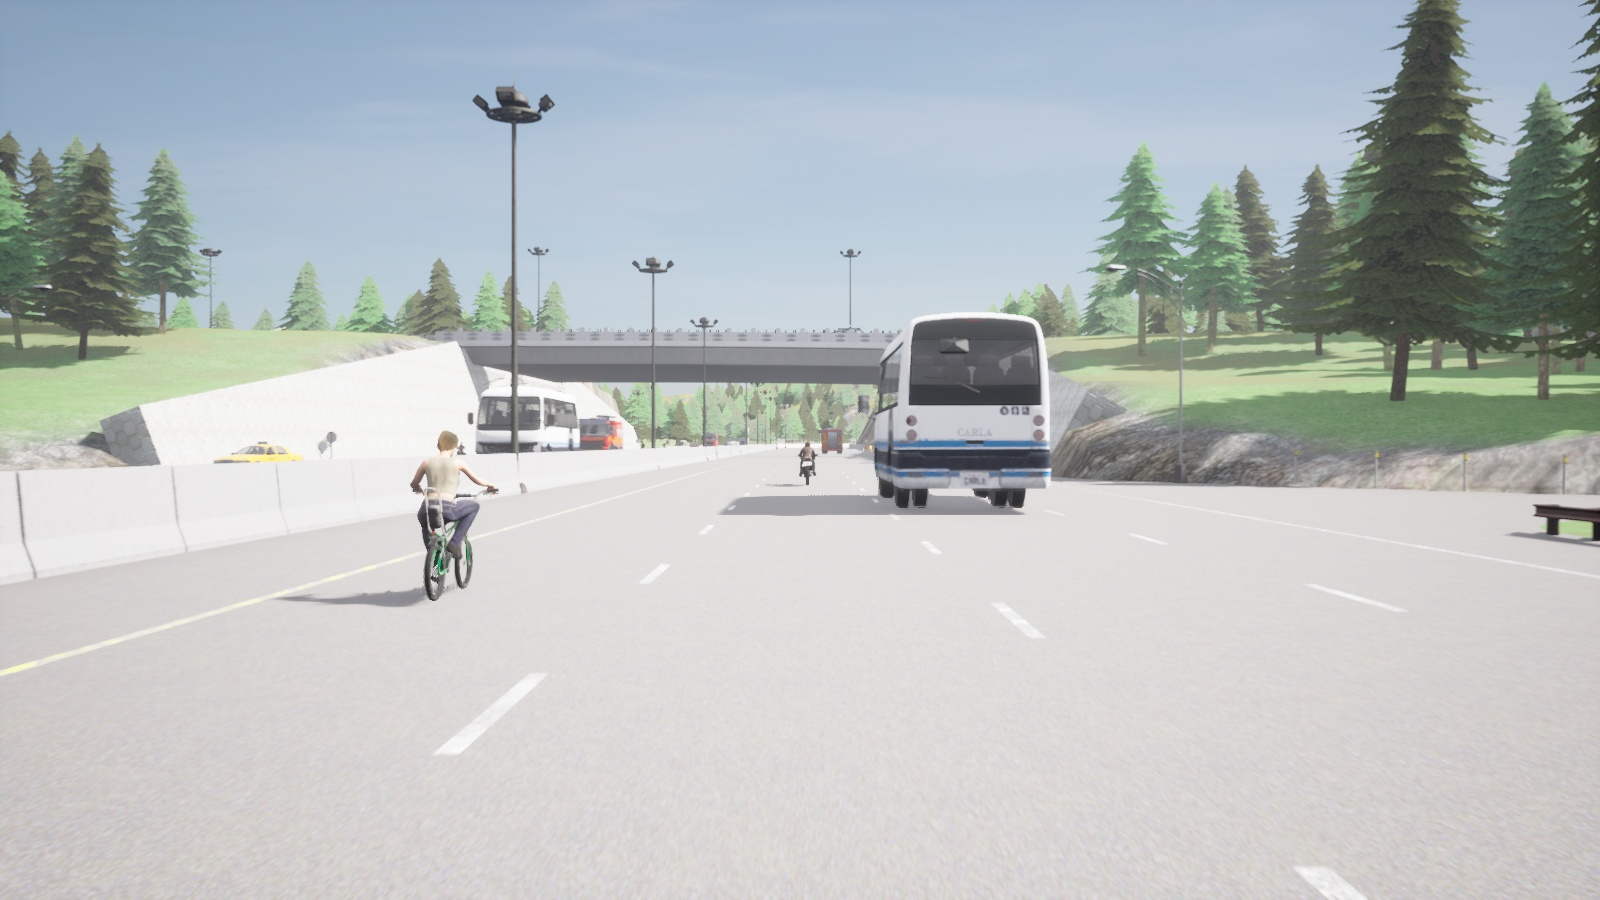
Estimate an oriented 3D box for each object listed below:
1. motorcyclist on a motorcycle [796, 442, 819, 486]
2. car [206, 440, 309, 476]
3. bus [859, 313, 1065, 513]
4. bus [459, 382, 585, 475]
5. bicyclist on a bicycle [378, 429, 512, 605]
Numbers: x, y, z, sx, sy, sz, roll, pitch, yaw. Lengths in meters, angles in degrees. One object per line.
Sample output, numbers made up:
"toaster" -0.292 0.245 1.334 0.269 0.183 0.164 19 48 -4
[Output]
"motorcyclist on a motorcycle" 0.268 0.479 44.416 0.797 1.523 2.044 0 0 0
"car" -24.798 0.342 57.611 1.801 1.575 5.366 0 0 8
"bus" 3.698 -0.807 31.858 3.944 4.253 10.273 0 0 0
"bus" -13.627 -0.994 62.754 3.944 4.253 10.273 0 0 0
"bicyclist on a bicycle" -3.420 0.611 12.252 0.866 1.612 1.509 0 0 1
